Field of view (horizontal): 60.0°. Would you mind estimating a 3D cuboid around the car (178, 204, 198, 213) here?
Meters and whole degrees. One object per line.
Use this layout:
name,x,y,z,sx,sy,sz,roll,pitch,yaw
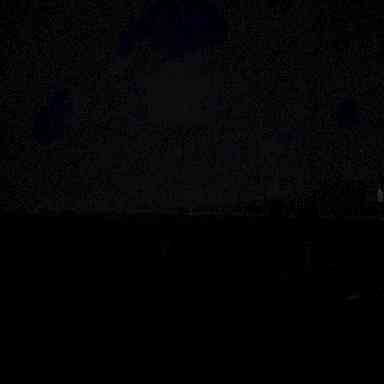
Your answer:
car,-0.820,3.048,62.573,2.097,1.767,4.553,-3,0,-35
